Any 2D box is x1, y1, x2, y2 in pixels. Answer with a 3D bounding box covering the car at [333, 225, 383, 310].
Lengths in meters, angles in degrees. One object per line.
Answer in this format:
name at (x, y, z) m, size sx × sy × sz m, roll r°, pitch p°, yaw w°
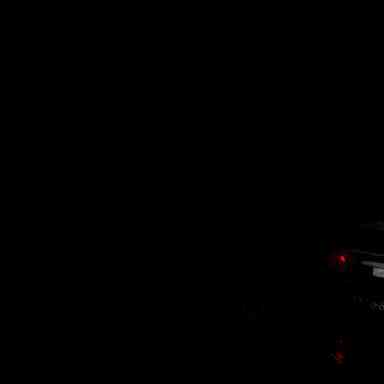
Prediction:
car at (5.015, 1.429, 6.884) m, size 4.553 × 1.767 × 2.097 m, roll 1°, pitch 0°, yaw -34°
